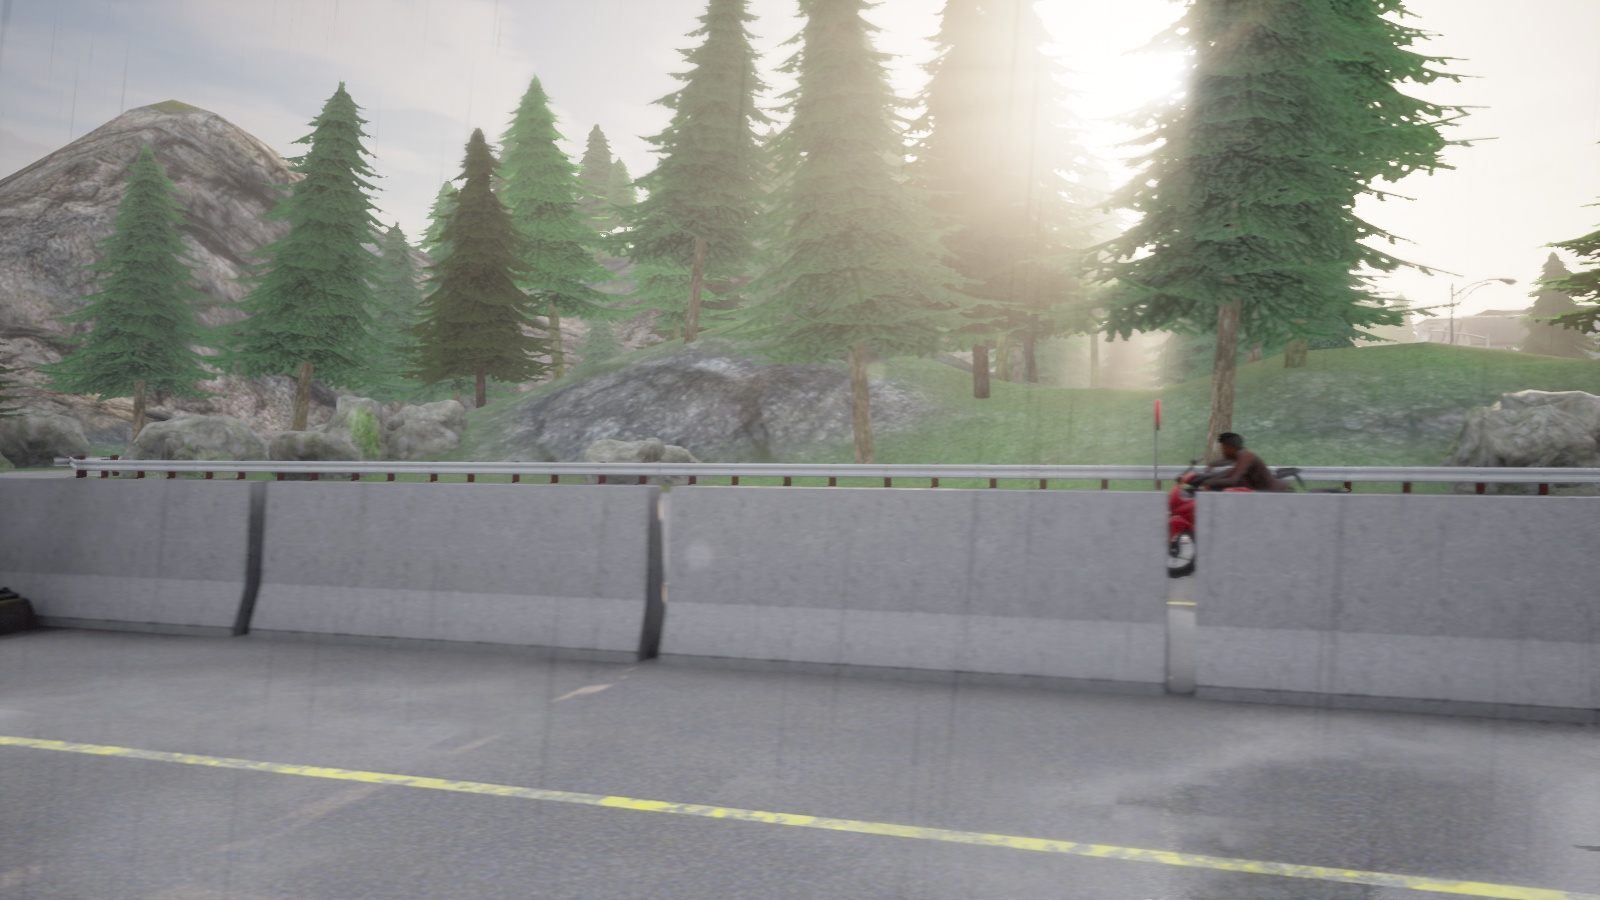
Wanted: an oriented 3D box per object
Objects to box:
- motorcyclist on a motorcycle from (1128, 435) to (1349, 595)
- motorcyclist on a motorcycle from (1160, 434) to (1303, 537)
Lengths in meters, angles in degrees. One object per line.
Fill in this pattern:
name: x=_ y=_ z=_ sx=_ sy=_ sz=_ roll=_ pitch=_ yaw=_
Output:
motorcyclist on a motorcycle: x=4.429 y=0.621 z=12.778 sx=2.044 sy=1.523 sz=0.797 roll=1 pitch=1 yaw=19
motorcyclist on a motorcycle: x=6.648 y=0.523 z=19.416 sx=2.044 sy=1.523 sz=0.797 roll=1 pitch=1 yaw=19
